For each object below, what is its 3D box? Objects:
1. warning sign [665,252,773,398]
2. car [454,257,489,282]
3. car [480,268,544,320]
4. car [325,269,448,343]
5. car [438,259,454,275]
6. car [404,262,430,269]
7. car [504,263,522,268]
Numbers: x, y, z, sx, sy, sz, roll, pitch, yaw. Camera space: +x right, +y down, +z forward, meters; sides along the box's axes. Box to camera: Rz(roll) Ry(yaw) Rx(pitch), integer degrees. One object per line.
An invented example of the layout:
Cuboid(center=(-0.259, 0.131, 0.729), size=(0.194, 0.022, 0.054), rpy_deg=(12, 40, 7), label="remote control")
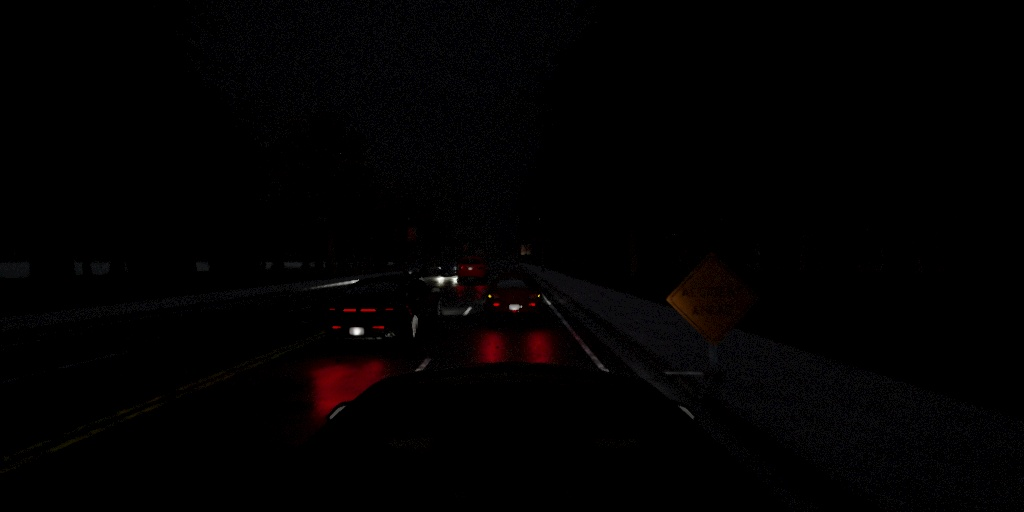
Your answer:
Cuboid(center=(2.847, 0.876, 5.057), size=(1.300, 1.860, 1.060), rpy_deg=(0, 0, 0), label="warning sign")
Cuboid(center=(-3.191, 1.083, 30.108), size=(2.150, 2.045, 5.566), rpy_deg=(0, 0, 0), label="car")
Cuboid(center=(0.073, 1.314, 12.649), size=(1.812, 1.442, 4.674), rpy_deg=(0, 0, 0), label="car")
Cuboid(center=(-3.184, 1.285, 9.793), size=(1.837, 1.490, 4.892), rpy_deg=(0, 0, 0), label="car")
Cuboid(center=(-6.638, 1.256, 38.592), size=(2.097, 1.767, 4.553), rpy_deg=(0, 0, 0), label="car")
Cuboid(center=(-9.888, 1.389, 37.319), size=(2.128, 1.511, 4.902), rpy_deg=(0, 0, 0), label="car")
Cuboid(center=(0.058, 1.458, 29.489), size=(1.895, 1.301, 4.718), rpy_deg=(0, 0, 0), label="car")
